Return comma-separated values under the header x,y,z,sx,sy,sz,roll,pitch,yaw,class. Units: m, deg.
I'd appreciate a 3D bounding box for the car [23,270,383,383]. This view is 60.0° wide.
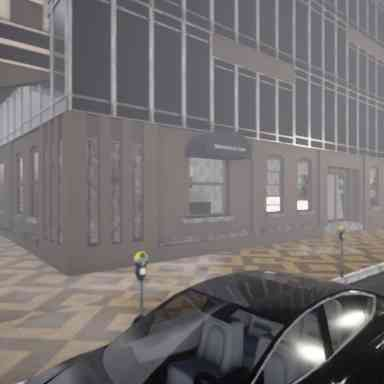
x,y,z,sx,sy,sz,roll,pitch,yaw,class
0.494,1.566,3.114,4.313,1.339,1.947,0,0,-39,car
